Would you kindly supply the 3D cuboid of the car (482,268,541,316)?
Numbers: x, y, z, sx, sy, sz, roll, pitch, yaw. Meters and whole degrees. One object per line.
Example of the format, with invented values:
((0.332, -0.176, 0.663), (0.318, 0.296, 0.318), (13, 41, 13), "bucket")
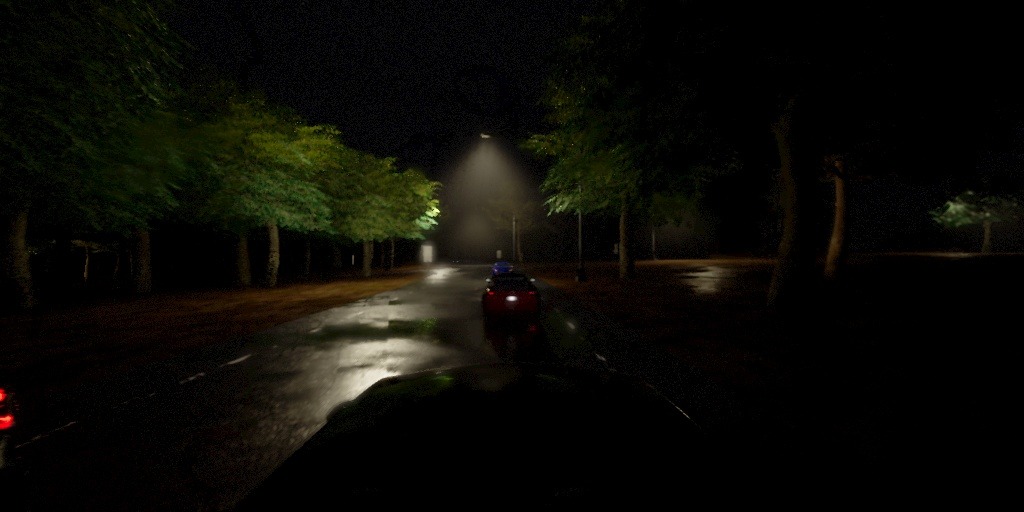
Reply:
((-0.051, 1.315, 13.352), (1.994, 1.385, 4.181), (0, 0, -1), "car")

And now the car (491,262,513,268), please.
((-0.840, 1.263, 30.921), (1.812, 1.442, 4.674), (0, 0, -4), "car")
